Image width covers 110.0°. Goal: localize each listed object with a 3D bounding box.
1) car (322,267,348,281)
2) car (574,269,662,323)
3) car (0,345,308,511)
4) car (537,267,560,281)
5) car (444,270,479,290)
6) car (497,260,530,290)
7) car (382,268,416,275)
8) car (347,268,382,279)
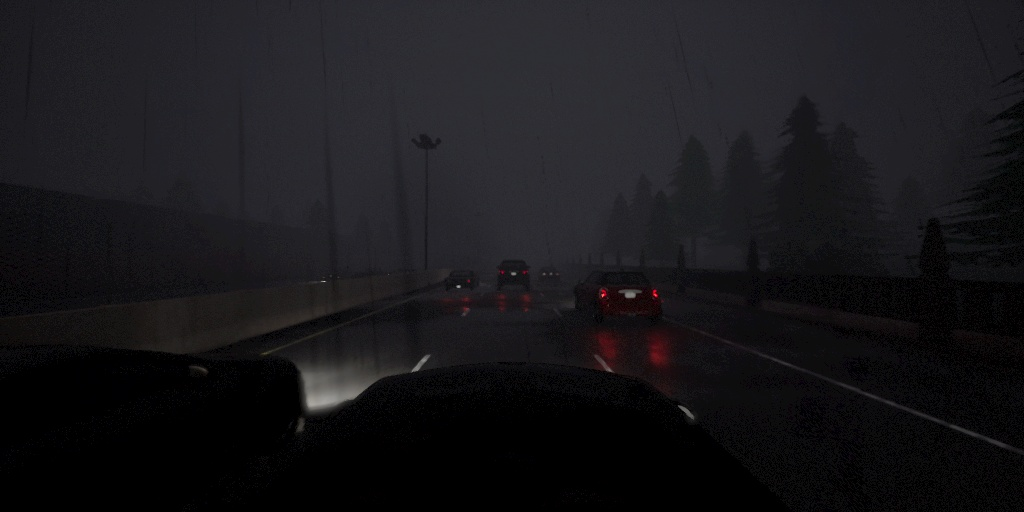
[{"bbox_3d":[-17.584,1.784,36.807,1.994,1.385,4.181,0,-1,0],"label":"car"},{"bbox_3d":[3.603,1.254,13.038,2.097,1.767,4.553,0,-1,0],"label":"car"},{"bbox_3d":[-3.400,1.325,2.528,1.994,1.385,4.181,0,-1,0],"label":"car"},{"bbox_3d":[3.611,1.754,35.687,2.033,1.411,5.357,0,-1,0],"label":"car"},{"bbox_3d":[-3.393,1.665,25.087,1.895,1.301,4.718,0,-1,0],"label":"car"},{"bbox_3d":[0.107,1.299,25.998,2.150,2.045,5.566,0,-1,0],"label":"car"},{"bbox_3d":[-10.588,1.796,34.899,1.895,1.301,4.718,0,-1,0],"label":"car"},{"bbox_3d":[-14.088,1.805,35.616,1.895,1.301,4.718,0,-1,0],"label":"car"}]
